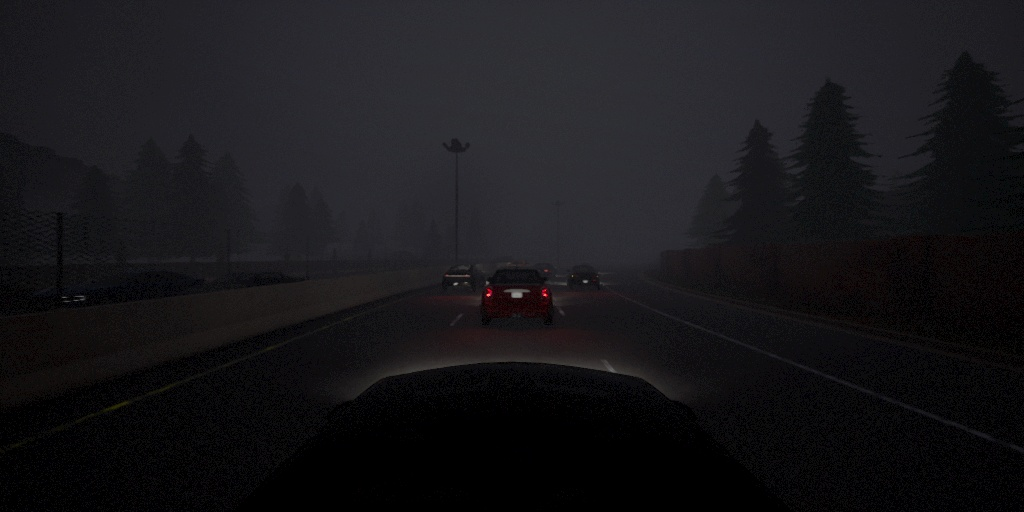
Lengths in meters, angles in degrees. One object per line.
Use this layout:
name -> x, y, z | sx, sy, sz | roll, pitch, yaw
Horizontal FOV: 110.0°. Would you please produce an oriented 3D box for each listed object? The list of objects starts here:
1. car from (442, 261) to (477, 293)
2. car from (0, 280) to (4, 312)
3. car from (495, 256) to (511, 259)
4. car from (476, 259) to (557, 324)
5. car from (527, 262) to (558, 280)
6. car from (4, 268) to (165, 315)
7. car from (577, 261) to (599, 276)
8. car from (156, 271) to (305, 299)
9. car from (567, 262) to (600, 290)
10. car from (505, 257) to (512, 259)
car -> -2.706, 1.266, 21.199 | 2.128, 1.511, 4.902 | 0, 0, 6
car -> -17.548, 1.363, 10.879 | 1.895, 1.301, 4.718 | 0, 0, 1
car -> -1.722, 1.043, 60.440 | 2.150, 2.045, 5.566 | 0, 0, 28
car -> 0.178, 1.115, 12.136 | 2.097, 1.767, 4.553 | 0, 0, 1
car -> 3.001, 1.337, 33.591 | 2.033, 1.411, 5.357 | 0, 0, 15
car -> -13.962, 1.242, 13.097 | 1.882, 1.535, 5.008 | 0, 0, 2
car -> 8.374, 1.322, 39.306 | 1.812, 1.442, 4.674 | 0, 0, 18
car -> -10.527, 1.313, 14.414 | 2.033, 1.411, 5.357 | 0, 0, 1
car -> 4.543, 1.302, 22.988 | 1.812, 1.442, 4.674 | 0, 0, 8
car -> 1.229, 1.324, 58.493 | 1.837, 1.490, 4.892 | 0, 0, 28
